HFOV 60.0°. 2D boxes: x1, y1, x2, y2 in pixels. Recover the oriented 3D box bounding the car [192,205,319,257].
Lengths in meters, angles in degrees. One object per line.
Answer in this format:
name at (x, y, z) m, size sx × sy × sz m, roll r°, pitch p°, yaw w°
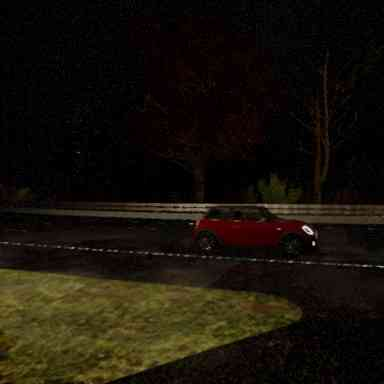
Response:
car at (2.363, 1.293, 12.572) m, size 4.553 × 1.767 × 2.097 m, roll 0°, pitch 0°, yaw 18°
